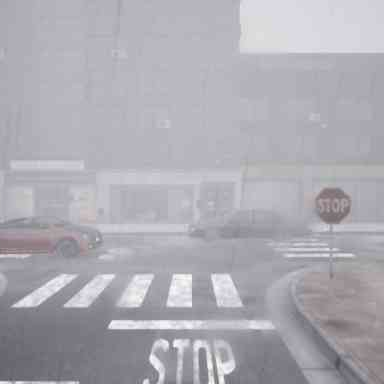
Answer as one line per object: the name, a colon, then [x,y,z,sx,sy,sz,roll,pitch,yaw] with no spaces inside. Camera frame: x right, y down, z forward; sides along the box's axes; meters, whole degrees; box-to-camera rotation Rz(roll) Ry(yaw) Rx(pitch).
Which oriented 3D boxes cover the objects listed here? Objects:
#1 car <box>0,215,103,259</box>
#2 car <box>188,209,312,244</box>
car: [-5.420,1.539,12.009,4.181,1.385,1.994,0,0,0]
car: [2.519,1.488,14.961,5.357,1.411,2.033,0,0,0]
